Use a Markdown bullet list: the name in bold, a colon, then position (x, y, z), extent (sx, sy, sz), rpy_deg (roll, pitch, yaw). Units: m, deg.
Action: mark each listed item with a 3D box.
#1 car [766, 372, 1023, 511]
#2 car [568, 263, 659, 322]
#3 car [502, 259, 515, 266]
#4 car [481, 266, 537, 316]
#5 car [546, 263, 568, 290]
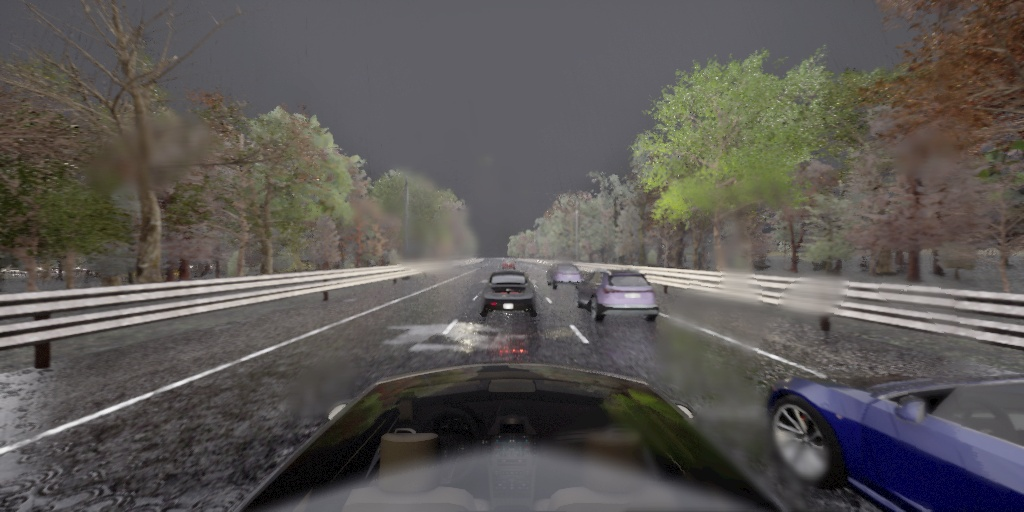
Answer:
- **car**: position (3.502, 1.253, 1.606), extent (2.163, 1.488, 4.792), rpy_deg (0, 0, 0)
- **car**: position (3.477, 1.225, 12.614), extent (2.033, 1.649, 4.856), rpy_deg (0, 0, 0)
- **car**: position (-0.581, 1.326, 60.190), extent (2.097, 1.767, 4.553), rpy_deg (0, 0, -1)
- **car**: position (-0.108, 1.304, 13.514), extent (1.837, 1.490, 4.892), rpy_deg (0, 0, 0)
- **car**: position (3.406, 1.268, 23.651), extent (2.033, 1.649, 4.856), rpy_deg (0, 0, 0)
